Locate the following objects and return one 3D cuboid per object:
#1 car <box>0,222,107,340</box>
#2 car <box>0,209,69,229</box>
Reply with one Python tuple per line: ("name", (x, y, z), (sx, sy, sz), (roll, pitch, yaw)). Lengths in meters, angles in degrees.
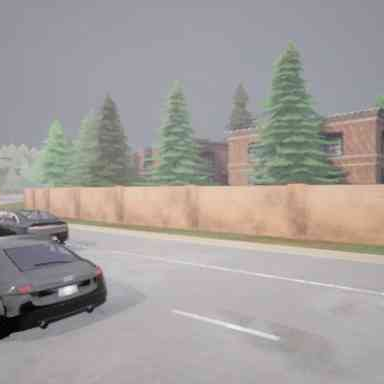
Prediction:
("car", (-3.613, 1.548, 6.549), (4.181, 1.385, 1.994), (0, 0, 36))
("car", (-6.918, 1.458, 13.410), (4.902, 1.511, 2.128), (0, 0, 38))
